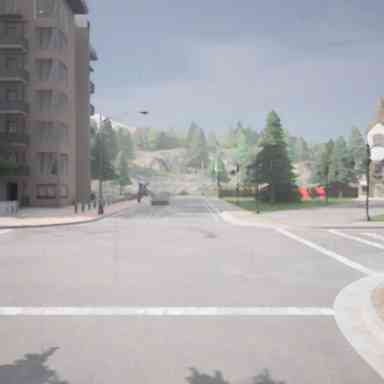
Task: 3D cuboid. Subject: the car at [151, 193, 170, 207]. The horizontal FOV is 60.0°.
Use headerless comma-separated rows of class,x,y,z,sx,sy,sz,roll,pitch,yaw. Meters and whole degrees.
car,-3.595,0.886,38.521,1.882,1.535,5.008,0,2,0
